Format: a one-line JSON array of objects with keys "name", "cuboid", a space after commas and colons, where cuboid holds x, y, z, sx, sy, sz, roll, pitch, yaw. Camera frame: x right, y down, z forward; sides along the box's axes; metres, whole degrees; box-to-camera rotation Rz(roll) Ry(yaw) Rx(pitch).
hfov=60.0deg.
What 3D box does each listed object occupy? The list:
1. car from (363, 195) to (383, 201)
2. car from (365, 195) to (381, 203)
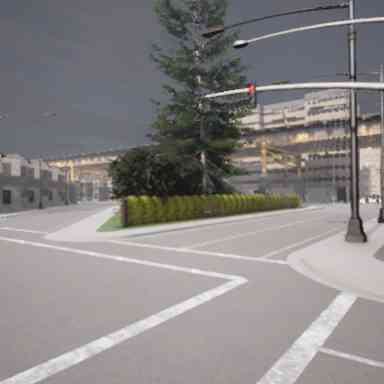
[{"name": "car", "cuboid": [37.471, 1.271, 68.437, 4.536, 1.218, 1.853, -1, -1, -29]}, {"name": "car", "cuboid": [37.428, 1.429, 68.410, 4.974, 1.542, 2.038, -1, -1, -29]}]
